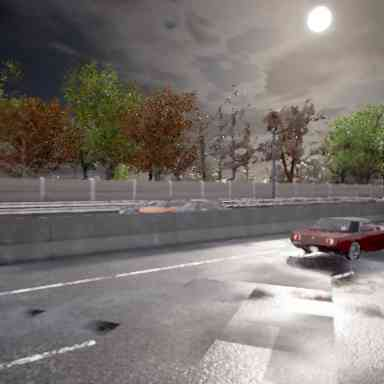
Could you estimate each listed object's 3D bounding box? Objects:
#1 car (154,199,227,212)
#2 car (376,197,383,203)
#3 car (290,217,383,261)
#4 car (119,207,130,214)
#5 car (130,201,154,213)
[{"bbox_3d":[0.248,1.328,21.364,4.553,1.767,2.097,0,0,-35],"label":"car"},{"bbox_3d":[30.161,1.445,51.223,4.674,1.442,1.812,0,0,-35],"label":"car"},{"bbox_3d":[5.812,1.578,12.190,4.718,1.301,1.895,0,0,-35],"label":"car"},{"bbox_3d":[-3.534,1.467,27.264,4.902,1.511,2.128,0,0,-35],"label":"car"},{"bbox_3d":[-1.808,1.328,24.196,4.553,1.767,2.097,0,0,-35],"label":"car"}]
